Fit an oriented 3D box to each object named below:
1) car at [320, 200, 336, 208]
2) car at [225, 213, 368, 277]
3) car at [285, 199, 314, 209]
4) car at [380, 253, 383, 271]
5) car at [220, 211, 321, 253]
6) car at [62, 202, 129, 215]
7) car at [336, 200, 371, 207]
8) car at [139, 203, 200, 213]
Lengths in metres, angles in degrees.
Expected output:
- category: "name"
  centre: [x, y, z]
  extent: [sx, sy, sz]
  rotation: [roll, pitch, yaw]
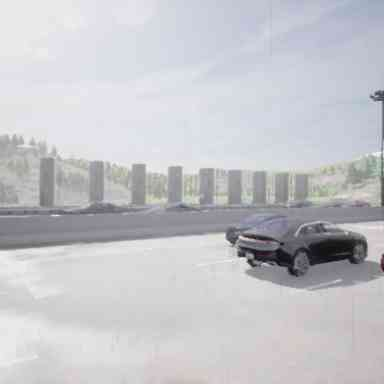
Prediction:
- category: "car"
  centre: [20.181, 1.849, 47.124]
  extent: [4.674, 1.442, 1.812]
  rotation: [-1, 1, -35]
- category: "car"
  centre: [3.580, 1.554, 10.448]
  extent: [4.902, 1.511, 2.128]
  rotation: [1, 0, -34]
- category: "car"
  centre: [15.644, 1.779, 48.307]
  extent: [4.902, 1.511, 2.128]
  rotation: [1, 0, -34]
- category: "car"
  centre: [6.923, 1.684, 8.504]
  extent: [4.718, 1.301, 1.895]
  rotation: [1, 0, -34]
- category: "car"
  centre: [3.497, 1.640, 14.610]
  extent: [4.181, 1.385, 1.994]
  rotation: [1, 0, -34]
- category: "car"
  centre: [-8.065, 1.572, 28.162]
  extent: [5.357, 1.411, 2.033]
  rotation: [1, 0, -34]
- category: "car"
  centre: [21.838, 1.815, 44.079]
  extent: [4.902, 1.511, 2.128]
  rotation: [1, 0, -34]
- category: "car"
  centre: [-1.586, 1.556, 24.083]
  extent: [4.902, 1.511, 2.128]
  rotation: [1, 0, -34]
